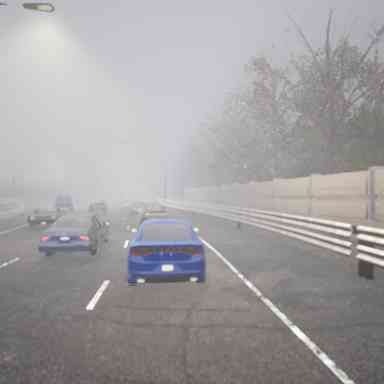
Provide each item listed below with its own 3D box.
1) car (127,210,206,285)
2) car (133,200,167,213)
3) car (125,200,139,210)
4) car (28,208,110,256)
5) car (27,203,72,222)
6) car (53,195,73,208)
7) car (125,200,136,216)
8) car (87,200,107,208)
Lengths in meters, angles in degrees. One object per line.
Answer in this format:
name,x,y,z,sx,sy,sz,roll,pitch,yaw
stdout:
car,-0.769,1.506,9.670,1.882,1.535,5.008,0,0,-6
car,-2.652,1.558,22.634,2.128,1.511,4.902,0,0,-12
car,-8.288,1.736,45.645,1.895,1.301,4.718,0,0,-12
car,-4.508,1.589,13.409,2.033,1.411,5.357,0,0,-7
car,-9.832,1.674,23.049,1.895,1.301,4.718,0,0,-13
car,-17.014,1.358,43.802,2.150,2.045,5.566,0,0,-24
car,-5.305,1.645,33.058,2.033,1.411,5.357,0,0,-15
car,-10.846,1.607,38.066,2.128,1.511,4.902,0,0,-20
